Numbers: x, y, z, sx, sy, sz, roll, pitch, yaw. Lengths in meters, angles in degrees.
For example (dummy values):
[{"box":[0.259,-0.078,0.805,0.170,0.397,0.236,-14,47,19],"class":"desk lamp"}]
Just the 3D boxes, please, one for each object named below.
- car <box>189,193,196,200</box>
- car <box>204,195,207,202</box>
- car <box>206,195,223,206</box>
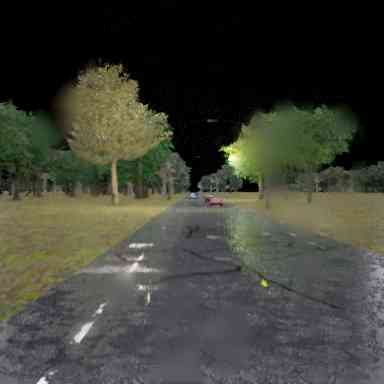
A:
[{"box":[0.144,1.265,83.671,1.882,1.535,5.008,0,0,0],"class":"car"},{"box":[3.620,1.299,70.257,1.882,1.535,5.008,0,0,0],"class":"car"},{"box":[3.689,1.429,52.070,1.994,1.385,4.181,0,0,0],"class":"car"}]
